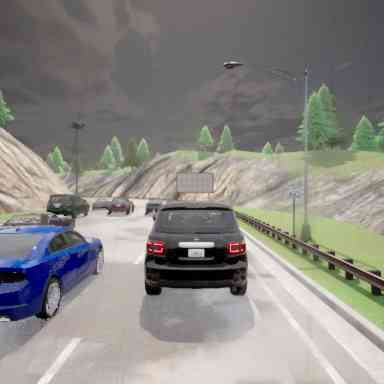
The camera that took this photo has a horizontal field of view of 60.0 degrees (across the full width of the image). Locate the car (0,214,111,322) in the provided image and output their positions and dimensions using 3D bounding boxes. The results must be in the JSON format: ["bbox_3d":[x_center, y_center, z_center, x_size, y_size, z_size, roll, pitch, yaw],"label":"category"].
[{"bbox_3d":[-3.407,1.478,7.351,1.882,1.535,5.008,0,0,0],"label":"car"}]

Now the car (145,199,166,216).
[{"bbox_3d":[-3.712,1.505,34.213,1.837,1.490,4.892,0,0,-3],"label":"car"}]

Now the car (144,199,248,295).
[{"bbox_3d":[0.089,1.221,8.846,2.150,2.045,5.566,0,0,0],"label":"car"}]

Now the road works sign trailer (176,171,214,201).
[{"bbox_3d":[0.190,0.464,21.565,2.380,3.560,2.880,0,0,0],"label":"road works sign trailer"}]

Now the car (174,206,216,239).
[{"bbox_3d":[0.116,1.559,18.069,1.994,1.385,4.181,0,0,-1],"label":"car"}]

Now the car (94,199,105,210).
[{"bbox_3d":[-11.446,1.564,42.321,1.994,1.385,4.181,0,0,-7],"label":"car"}]

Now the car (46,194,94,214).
[{"bbox_3d":[-10.486,1.219,28.445,2.150,2.045,5.566,0,0,-1],"label":"car"}]

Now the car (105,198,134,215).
[{"bbox_3d":[-7.239,1.351,34.382,2.097,1.767,4.553,0,0,-3],"label":"car"}]

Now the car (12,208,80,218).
[{"bbox_3d":[-6.917,1.601,15.043,1.895,1.301,4.718,0,0,0],"label":"car"}]
